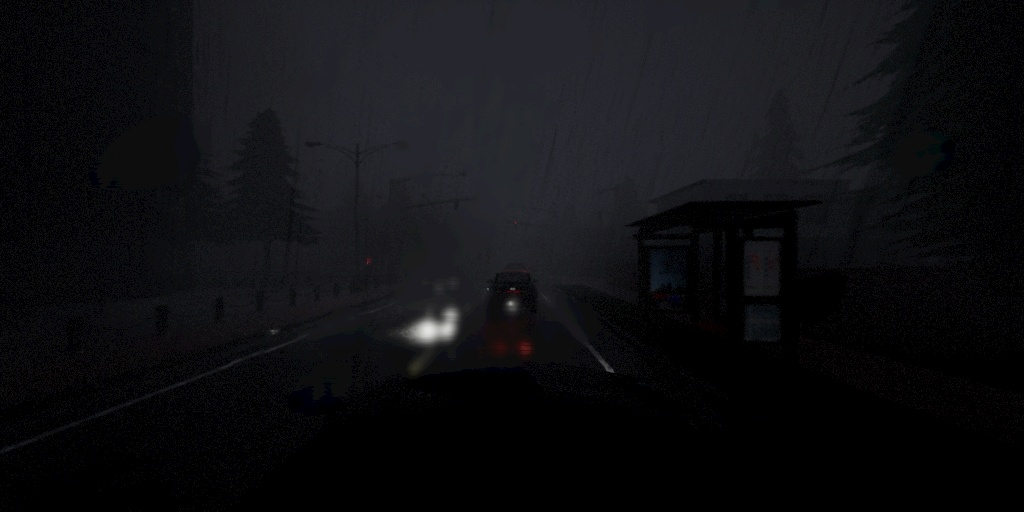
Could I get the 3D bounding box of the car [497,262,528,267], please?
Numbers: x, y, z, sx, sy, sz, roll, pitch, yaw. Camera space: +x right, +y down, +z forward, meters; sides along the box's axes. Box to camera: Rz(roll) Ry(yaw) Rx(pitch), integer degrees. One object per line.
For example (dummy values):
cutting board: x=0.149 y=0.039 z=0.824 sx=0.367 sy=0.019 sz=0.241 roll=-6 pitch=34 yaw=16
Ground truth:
car: x=0.503 y=1.308 z=28.566 sx=2.097 sy=1.767 sz=4.553 roll=0 pitch=0 yaw=9

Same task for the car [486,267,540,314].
car: x=0.042 y=1.353 z=14.238 sx=1.837 sy=1.490 sz=4.892 roll=0 pitch=0 yaw=1

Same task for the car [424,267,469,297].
car: x=-3.543 y=1.383 z=20.029 sx=2.128 sy=1.511 sz=4.902 roll=0 pitch=0 yaw=1
